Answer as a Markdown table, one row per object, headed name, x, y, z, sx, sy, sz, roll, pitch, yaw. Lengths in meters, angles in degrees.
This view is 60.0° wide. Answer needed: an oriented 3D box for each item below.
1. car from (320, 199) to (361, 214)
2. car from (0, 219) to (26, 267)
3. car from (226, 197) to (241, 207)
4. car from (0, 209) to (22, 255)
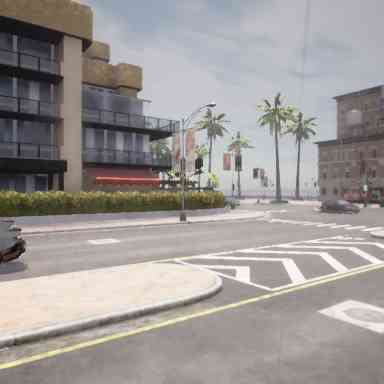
| name | x | y | z | sx | sy | sz | roll | pitch | yaw |
| --- | --- | --- | --- | --- | --- | --- | --- | --- | --- |
| car | 15.666 | 1.523 | 35.374 | 1.812 | 1.442 | 4.674 | 0 | 0 | -18 |
| car | -7.101 | 1.492 | 8.759 | 4.902 | 1.511 | 2.128 | 0 | 0 | -36 |
| car | 5.541 | 1.502 | 51.889 | 1.837 | 1.490 | 4.892 | 0 | 0 | -35 |
| car | -8.913 | 1.492 | 11.763 | 4.902 | 1.511 | 2.128 | 0 | 0 | -35 |
